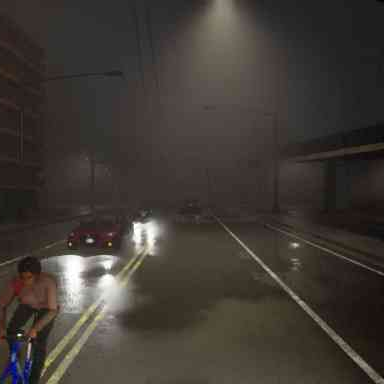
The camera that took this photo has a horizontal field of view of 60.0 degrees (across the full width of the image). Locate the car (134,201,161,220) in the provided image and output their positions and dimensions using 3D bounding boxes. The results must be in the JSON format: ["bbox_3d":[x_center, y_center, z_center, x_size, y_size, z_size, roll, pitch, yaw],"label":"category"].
[{"bbox_3d":[-3.729,1.492,27.992,2.128,1.511,4.902,0,0,0],"label":"car"}]

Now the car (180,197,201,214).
[{"bbox_3d":[-0.132,1.352,35.091,2.097,1.767,4.553,0,0,0],"label":"car"}]

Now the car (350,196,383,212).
[{"bbox_3d":[20.051,1.295,36.677,4.611,1.667,2.242,0,0,1],"label":"car"}]

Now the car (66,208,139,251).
[{"bbox_3d":[-3.657,1.564,13.921,1.994,1.385,4.181,0,0,0],"label":"car"}]

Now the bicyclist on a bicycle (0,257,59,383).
[{"bbox_3d":[-1.615,1.424,3.244,0.582,1.620,1.656,7,0,-8],"label":"bicyclist on a bicycle"}]
